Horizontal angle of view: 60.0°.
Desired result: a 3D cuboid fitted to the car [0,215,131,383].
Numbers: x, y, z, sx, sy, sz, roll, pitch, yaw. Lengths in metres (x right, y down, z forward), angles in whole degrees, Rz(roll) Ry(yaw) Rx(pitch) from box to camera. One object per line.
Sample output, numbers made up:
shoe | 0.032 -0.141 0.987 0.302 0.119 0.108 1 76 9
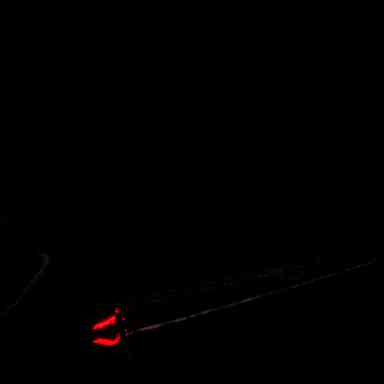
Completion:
car | -3.111 1.225 1.852 5.566 2.045 2.150 0 0 -35
